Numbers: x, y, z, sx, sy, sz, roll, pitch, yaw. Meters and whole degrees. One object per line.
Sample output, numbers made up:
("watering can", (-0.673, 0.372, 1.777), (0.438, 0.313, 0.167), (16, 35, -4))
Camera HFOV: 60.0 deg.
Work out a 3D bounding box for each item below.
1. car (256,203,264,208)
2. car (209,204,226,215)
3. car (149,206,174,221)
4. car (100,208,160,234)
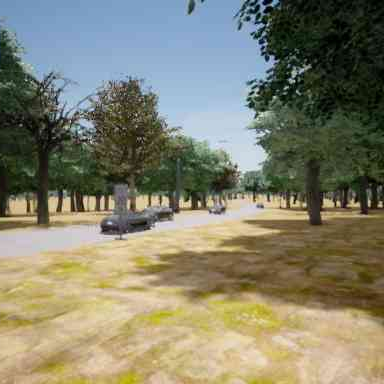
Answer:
("car", (18.337, 3.642, 89.536), (1.994, 1.385, 4.181), (1, -1, 13))
("car", (3.969, 2.664, 51.189), (2.128, 1.511, 4.902), (1, -1, 20))
("car", (-3.430, 2.096, 32.478), (2.128, 1.511, 4.902), (1, -1, 23))
("car", (-4.310, 1.977, 22.633), (1.994, 1.385, 4.181), (1, -1, 24))
